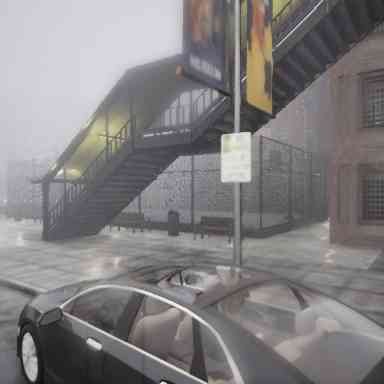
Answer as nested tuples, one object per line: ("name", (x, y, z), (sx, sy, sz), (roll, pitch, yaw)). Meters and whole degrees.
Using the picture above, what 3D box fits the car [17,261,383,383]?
("car", (-0.173, 1.479, 3.385), (2.231, 1.521, 4.892), (0, 0, -45))
